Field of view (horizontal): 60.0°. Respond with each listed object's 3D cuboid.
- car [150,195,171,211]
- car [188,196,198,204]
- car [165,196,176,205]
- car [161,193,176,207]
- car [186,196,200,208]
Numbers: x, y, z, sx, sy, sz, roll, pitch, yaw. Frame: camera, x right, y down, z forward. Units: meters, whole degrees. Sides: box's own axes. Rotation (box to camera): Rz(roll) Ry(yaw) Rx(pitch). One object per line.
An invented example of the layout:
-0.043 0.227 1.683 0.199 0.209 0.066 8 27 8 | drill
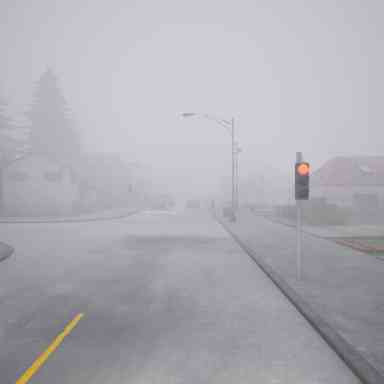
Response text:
-4.041 1.505 41.707 1.837 1.490 4.892 0 0 0 | car
0.119 1.706 73.114 2.128 1.511 4.902 0 0 0 | car
-3.976 1.525 62.102 1.812 1.442 4.674 0 0 0 | car
-4.025 1.221 51.756 2.150 2.045 5.566 0 0 0 | car
0.173 1.477 49.062 1.882 1.535 5.008 0 0 0 | car
